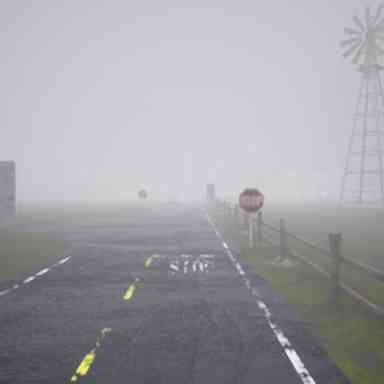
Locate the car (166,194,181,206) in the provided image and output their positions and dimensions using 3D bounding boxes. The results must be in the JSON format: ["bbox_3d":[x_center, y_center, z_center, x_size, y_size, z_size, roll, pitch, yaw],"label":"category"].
[{"bbox_3d":[-2.758,1.193,50.678,2.097,1.767,4.553,0,0,0],"label":"car"}]
